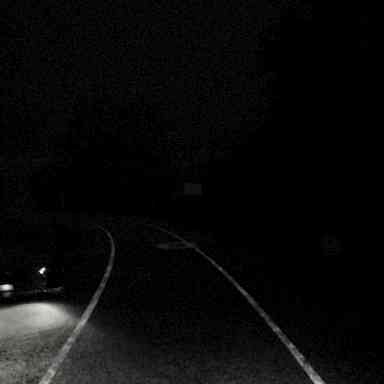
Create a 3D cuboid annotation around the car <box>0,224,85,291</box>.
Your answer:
[{"bbox_3d":[-4.362,1.668,9.658,2.033,1.411,5.357,-1,0,-9],"label":"car"}]
